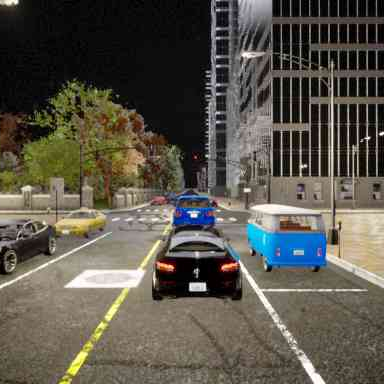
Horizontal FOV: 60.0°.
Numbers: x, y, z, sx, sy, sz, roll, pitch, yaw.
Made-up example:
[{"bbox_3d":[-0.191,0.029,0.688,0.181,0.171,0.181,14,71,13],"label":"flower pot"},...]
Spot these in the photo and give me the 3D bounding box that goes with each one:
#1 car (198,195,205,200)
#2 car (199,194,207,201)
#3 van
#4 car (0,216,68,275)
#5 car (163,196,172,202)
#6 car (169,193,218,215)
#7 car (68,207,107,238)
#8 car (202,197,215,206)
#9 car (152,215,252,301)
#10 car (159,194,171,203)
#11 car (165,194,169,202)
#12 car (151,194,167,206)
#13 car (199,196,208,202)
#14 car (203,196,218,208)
[{"bbox_3d":[2.678,1.453,94.232,1.752,1.417,4.829,0,0,0],"label":"car"},{"bbox_3d":[2.680,1.388,82.696,1.967,1.590,4.097,0,0,0],"label":"car"},{"bbox_3d":[2.773,1.337,10.484,1.690,1.788,3.998,0,0,0],"label":"van"},{"bbox_3d":[-5.770,1.562,10.481,1.947,1.339,4.313,0,0,0],"label":"car"},{"bbox_3d":[-5.701,1.538,77.017,1.802,1.307,4.206,0,0,0],"label":"car"},{"bbox_3d":[0.098,1.214,18.559,2.150,2.045,5.566,0,0,0],"label":"car"},{"bbox_3d":[-5.820,1.518,17.716,1.752,1.417,4.829,0,0,0],"label":"car"},{"bbox_3d":[2.684,1.538,54.290,1.947,1.339,4.313,0,0,0],"label":"car"},{"bbox_3d":[0.102,1.523,8.209,1.812,1.442,4.674,0,0,0],"label":"car"},{"bbox_3d":[-5.699,1.277,71.335,2.192,1.841,5.009,0,0,0],"label":"car"},{"bbox_3d":[-5.698,1.520,59.969,2.008,1.369,4.403,0,0,0],"label":"car"},{"bbox_3d":[-5.697,1.517,54.286,1.887,1.381,4.507,0,0,0],"label":"car"},{"bbox_3d":[2.680,1.521,77.015,1.947,1.339,4.313,0,0,0],"label":"car"},{"bbox_3d":[2.685,1.416,48.610,1.967,1.590,4.097,0,0,0],"label":"car"}]
